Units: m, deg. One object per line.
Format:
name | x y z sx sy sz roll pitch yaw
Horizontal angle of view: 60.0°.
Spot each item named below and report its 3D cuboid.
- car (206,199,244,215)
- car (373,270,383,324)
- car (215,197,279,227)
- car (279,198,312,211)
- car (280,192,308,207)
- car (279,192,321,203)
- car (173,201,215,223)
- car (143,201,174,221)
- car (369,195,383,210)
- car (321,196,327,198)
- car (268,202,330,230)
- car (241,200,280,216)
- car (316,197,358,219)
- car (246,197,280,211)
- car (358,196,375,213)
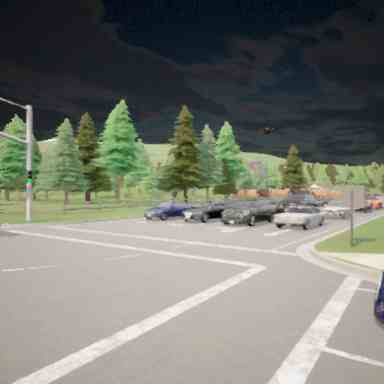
car | 3.426 1.475 33.737 1.994 1.385 4.181 0 0 37
car | 5.132 1.332 4.631 4.553 1.767 2.097 0 0 36
car | 3.824 1.290 22.609 2.097 1.767 4.553 0 0 37
car | 12.532 1.430 40.024 2.033 1.411 5.357 0 0 37
car | 15.260 1.077 49.399 2.150 2.045 5.566 0 0 37
car | 9.570 1.132 30.266 2.150 2.045 5.566 0 0 37
car | 1.169 1.428 24.903 2.128 1.511 4.902 0 0 37
car | -1.825 1.462 26.744 1.812 1.442 4.674 0 0 37
car | 22.029 1.218 40.997 2.097 1.767 4.553 0 0 37
car | 18.562 1.345 47.994 2.128 1.511 4.902 0 0 37
car | 6.777 1.539 20.710 1.895 1.301 4.718 0 0 37
car | 6.735 1.511 32.316 1.895 1.301 4.718 0 0 37
car | 12.257 1.438 28.005 1.812 1.442 4.674 0 0 37
car | 8.781 1.378 40.854 2.128 1.511 4.902 0 0 37
car | 17.515 1.451 34.996 1.994 1.385 4.181 0 0 38
